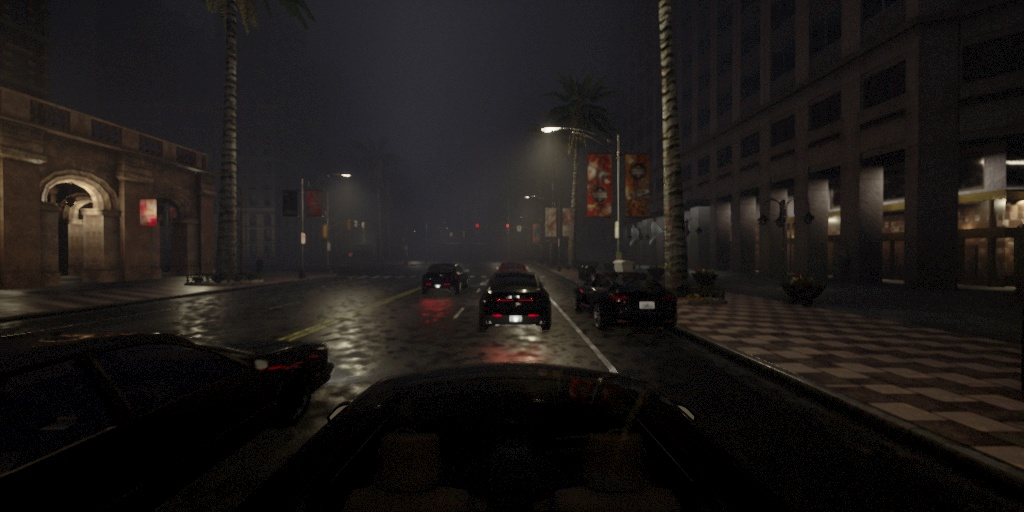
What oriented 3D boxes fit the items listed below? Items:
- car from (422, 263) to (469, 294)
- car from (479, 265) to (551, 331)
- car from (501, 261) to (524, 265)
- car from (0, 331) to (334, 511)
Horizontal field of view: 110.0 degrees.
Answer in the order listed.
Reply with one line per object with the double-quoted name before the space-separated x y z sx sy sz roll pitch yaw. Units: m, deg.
"car" -3.461 1.119 19.093 1.837 1.490 4.892 0 0 0
"car" 0.071 1.185 10.733 1.837 1.490 4.892 0 0 0
"car" 0.023 1.071 21.806 1.882 1.535 5.008 0 0 0
"car" -3.403 1.291 2.522 2.033 1.411 5.357 0 0 0
